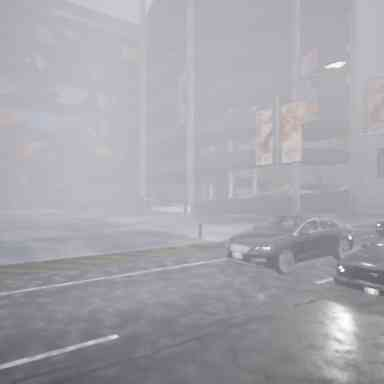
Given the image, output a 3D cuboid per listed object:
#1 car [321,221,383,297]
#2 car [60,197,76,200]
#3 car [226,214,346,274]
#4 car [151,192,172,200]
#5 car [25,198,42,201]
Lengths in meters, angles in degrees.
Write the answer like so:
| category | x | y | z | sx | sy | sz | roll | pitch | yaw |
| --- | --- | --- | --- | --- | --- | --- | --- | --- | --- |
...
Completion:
| category | x | y | z | sx | sy | sz | roll | pitch | yaw |
| --- | --- | --- | --- | --- | --- | --- | --- | --- | --- |
| car | 5.665 | 1.546 | 8.044 | 5.357 | 1.411 | 2.033 | 0 | 0 | -36 |
| car | -20.783 | 1.462 | 55.810 | 1.895 | 1.301 | 4.718 | 0 | 0 | -36 |
| car | 3.252 | 1.490 | 10.618 | 4.902 | 1.511 | 2.128 | 0 | 0 | -36 |
| car | -6.268 | 1.025 | 67.308 | 2.435 | 2.045 | 5.566 | 0 | 0 | -36 |
| car | -19.958 | 1.320 | 41.877 | 2.002 | 1.452 | 4.674 | 0 | 0 | -36 |
